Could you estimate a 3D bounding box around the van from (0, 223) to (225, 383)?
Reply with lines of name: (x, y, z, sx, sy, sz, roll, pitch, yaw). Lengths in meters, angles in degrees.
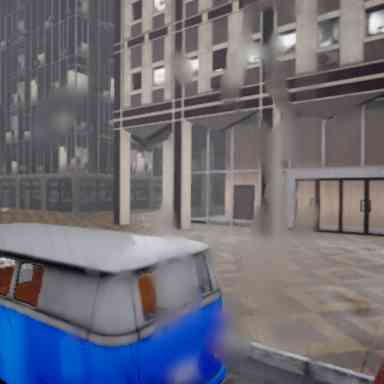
van: (-1.565, 1.340, 3.981, 3.998, 1.788, 1.690, 0, 1, 36)

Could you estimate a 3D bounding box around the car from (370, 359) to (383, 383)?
car: (3.060, 1.316, 0.677, 5.009, 1.841, 2.192, 0, 1, 36)
